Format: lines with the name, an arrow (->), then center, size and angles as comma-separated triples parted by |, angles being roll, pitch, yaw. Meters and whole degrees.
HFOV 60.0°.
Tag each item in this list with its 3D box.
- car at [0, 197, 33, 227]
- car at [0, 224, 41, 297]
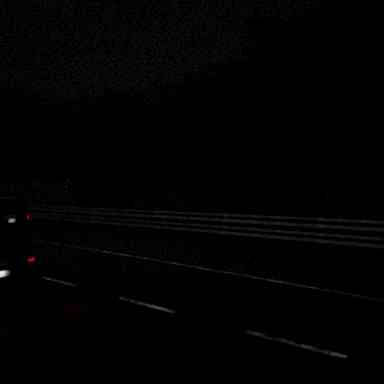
car -> -9.394, 1.240, 14.953 | 5.566, 2.045, 2.150 | 0, 0, 36
car -> -5.372, 1.587, 7.698 | 4.181, 1.385, 1.994 | 0, 0, 35
